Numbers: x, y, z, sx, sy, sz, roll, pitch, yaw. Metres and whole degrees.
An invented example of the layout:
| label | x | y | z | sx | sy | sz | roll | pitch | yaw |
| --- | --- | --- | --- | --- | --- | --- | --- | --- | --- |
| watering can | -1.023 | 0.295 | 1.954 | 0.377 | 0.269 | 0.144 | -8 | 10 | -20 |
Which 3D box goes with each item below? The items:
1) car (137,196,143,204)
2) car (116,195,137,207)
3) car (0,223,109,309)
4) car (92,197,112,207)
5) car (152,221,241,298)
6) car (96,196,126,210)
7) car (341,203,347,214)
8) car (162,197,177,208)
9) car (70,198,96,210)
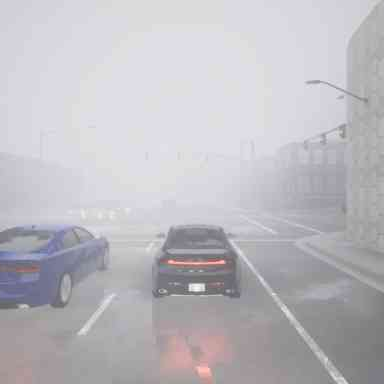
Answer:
| label | x | y | z | sx | sy | sz | roll | pitch | yaw |
| --- | --- | --- | --- | --- | --- | --- | --- | --- | --- |
| car | -10.373 | 1.526 | 62.522 | 1.812 | 1.442 | 4.674 | 0 | 0 | 0 |
| car | -10.434 | 1.599 | 52.367 | 1.895 | 1.301 | 4.718 | 0 | 0 | 0 |
| car | -3.401 | 1.478 | 7.979 | 1.882 | 1.535 | 5.008 | 0 | 0 | 0 |
| car | -13.936 | 1.526 | 51.725 | 1.812 | 1.442 | 4.674 | 0 | 0 | 0 |
| car | 0.104 | 1.505 | 8.525 | 1.837 | 1.490 | 4.892 | 0 | 0 | 0 |
| car | -10.478 | 1.601 | 43.206 | 1.895 | 1.301 | 4.718 | 0 | 0 | 3 |
| car | 14.997 | 1.015 | 27.568 | 5.008 | 1.535 | 1.882 | -5 | 0 | 0 |
| car | -3.248 | 1.477 | 47.913 | 1.882 | 1.535 | 5.008 | 0 | 0 | 0 |
| car | -13.970 | 1.526 | 42.625 | 1.812 | 1.442 | 4.674 | 0 | 0 | 1 |
